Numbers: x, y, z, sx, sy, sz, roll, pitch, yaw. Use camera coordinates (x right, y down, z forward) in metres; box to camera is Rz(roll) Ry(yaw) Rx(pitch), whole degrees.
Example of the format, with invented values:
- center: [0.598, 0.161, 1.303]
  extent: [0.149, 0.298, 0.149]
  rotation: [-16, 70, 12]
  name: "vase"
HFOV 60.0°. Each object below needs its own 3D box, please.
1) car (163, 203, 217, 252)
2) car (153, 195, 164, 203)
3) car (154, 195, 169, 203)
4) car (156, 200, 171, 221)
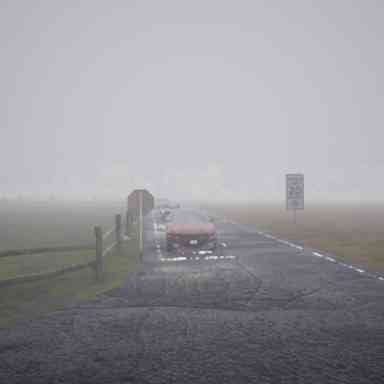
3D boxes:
- center: [-0.147, 1.466, 14.102]
  extent: [1.882, 1.535, 5.008]
  rotation: [-1, 0, -5]
  name: "car"
- center: [-6.825, 1.389, 67.275]
  extent: [1.994, 1.385, 4.181]
  rotation: [-1, 0, -7]
  name: "car"
- center: [-3.627, 1.454, 42.140]
  extent: [2.033, 1.411, 5.357]
  rotation: [-1, 0, -7]
  name: "car"
- center: [-1.644, 1.552, 26.587]
  extent: [1.895, 1.301, 4.718]
  rotation: [-1, 0, -7]
  name: "car"
